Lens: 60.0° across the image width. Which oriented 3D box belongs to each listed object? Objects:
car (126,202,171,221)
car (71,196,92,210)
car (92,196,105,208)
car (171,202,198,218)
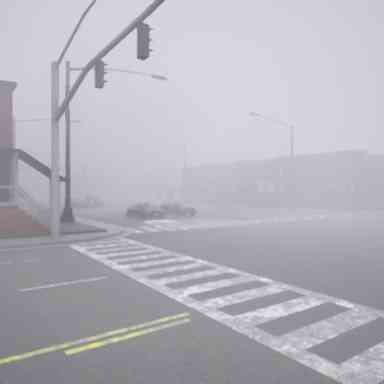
[{"bbox_3d":[-3.880,1.564,27.628,1.994,1.385,4.181,0,0,-35],"label":"car"},{"bbox_3d":[-15.074,1.478,43.403,1.882,1.535,5.008,0,0,-35],"label":"car"},{"bbox_3d":[-14.357,1.351,48.467,2.097,1.767,4.553,0,0,-35],"label":"car"},{"bbox_3d":[-1.520,1.602,30.359,1.895,1.301,4.718,0,0,-35],"label":"car"}]
